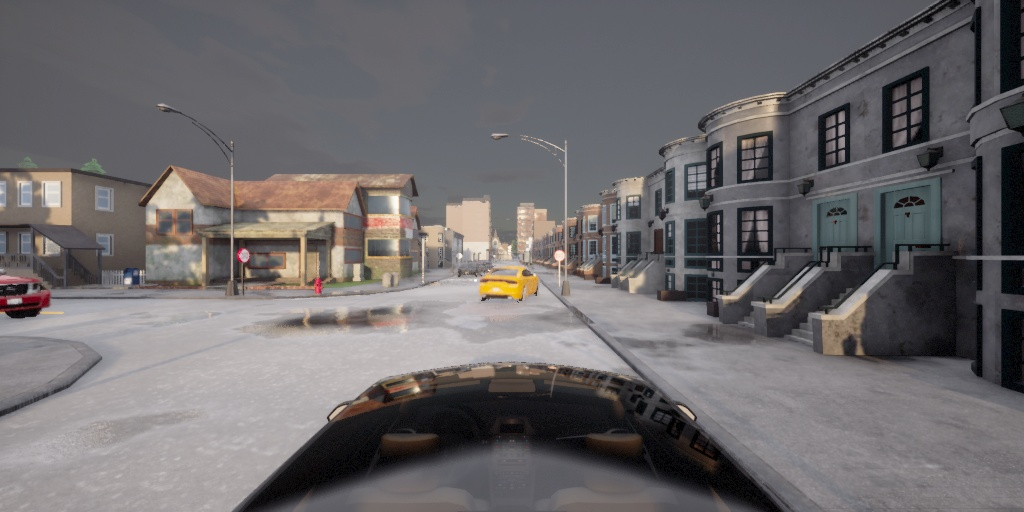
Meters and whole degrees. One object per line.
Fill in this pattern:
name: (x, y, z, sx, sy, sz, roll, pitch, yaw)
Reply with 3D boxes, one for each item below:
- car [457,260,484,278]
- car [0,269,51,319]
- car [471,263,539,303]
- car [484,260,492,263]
car: (-4.025, 1.255, 34.189, 1.837, 1.490, 4.892, 0, 0, 0)
car: (-17.275, 0.972, 10.487, 5.566, 2.045, 2.150, 0, 0, 0)
car: (-0.006, 1.228, 16.968, 1.882, 1.535, 5.008, 2, 0, 15)
car: (-3.993, 1.241, 43.563, 2.128, 1.511, 4.902, 0, 0, 0)
